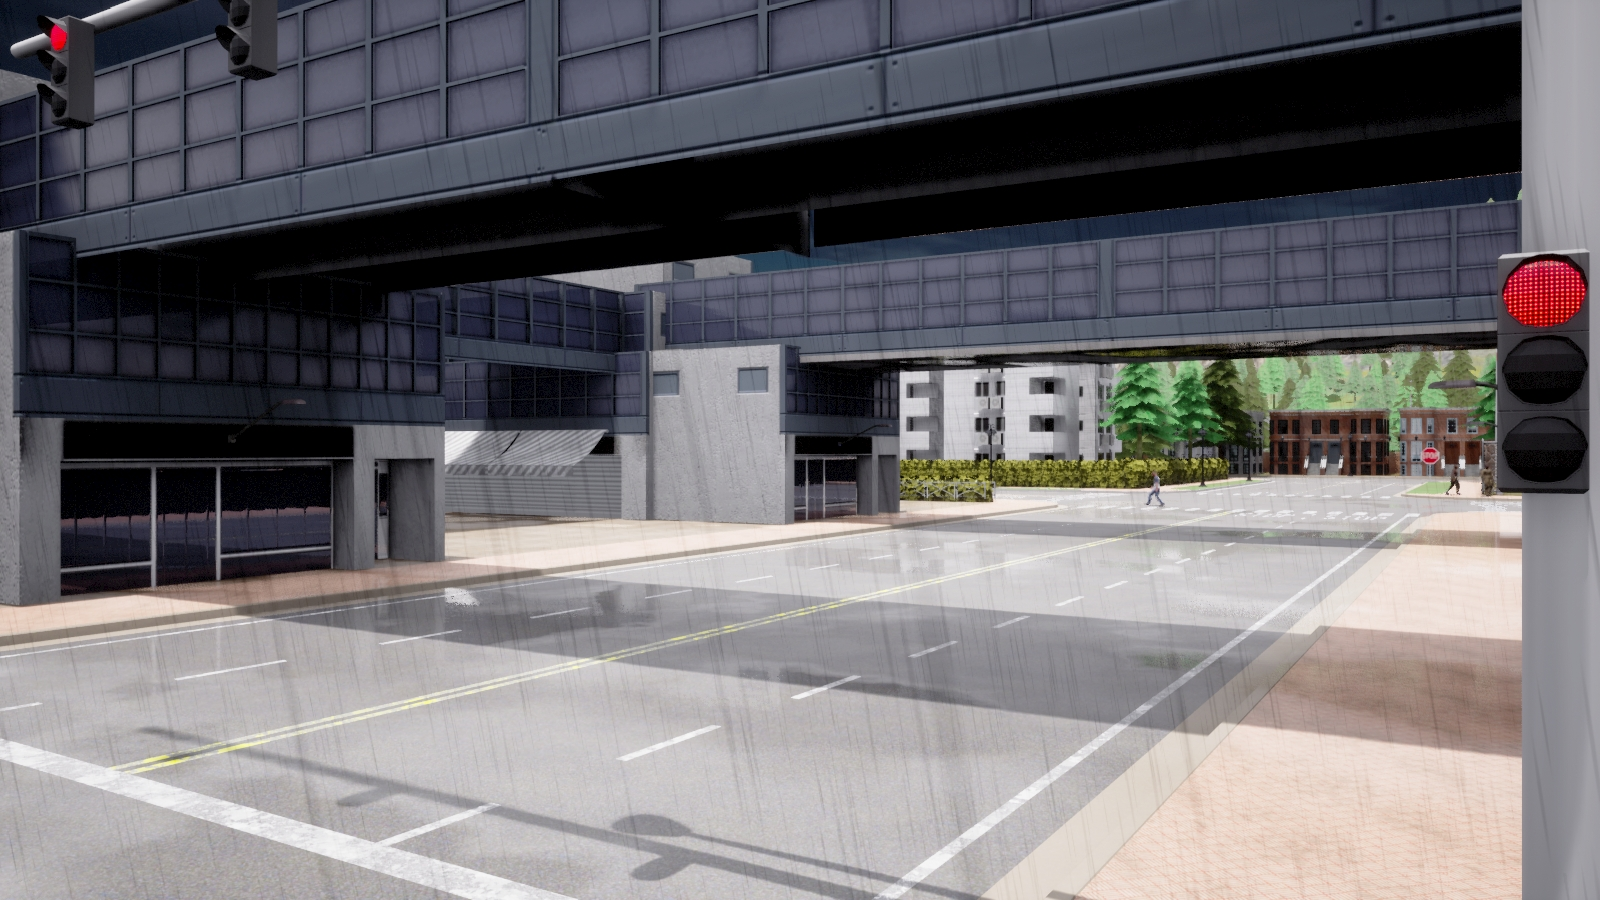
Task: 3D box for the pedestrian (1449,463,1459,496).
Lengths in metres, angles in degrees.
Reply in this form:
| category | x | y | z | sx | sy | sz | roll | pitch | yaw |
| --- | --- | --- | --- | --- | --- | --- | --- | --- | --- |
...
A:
| category | x | y | z | sx | sy | sz | roll | pitch | yaw |
| --- | --- | --- | --- | --- | --- | --- | --- | --- | --- |
| pedestrian | 37.758 | 1.698 | 65.966 | 0.375 | 1.860 | 0.375 | 0 | 0 | -37 |

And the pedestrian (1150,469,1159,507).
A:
| category | x | y | z | sx | sy | sz | roll | pitch | yaw |
| --- | --- | --- | --- | --- | --- | --- | --- | --- | --- |
| pedestrian | 17.313 | 1.848 | 55.797 | 0.375 | 1.860 | 0.375 | 0 | 0 | 31 |

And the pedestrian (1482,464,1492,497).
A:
| category | x | y | z | sx | sy | sz | roll | pitch | yaw |
| --- | --- | --- | --- | --- | --- | --- | --- | --- | --- |
| pedestrian | 38.519 | 1.696 | 64.037 | 0.375 | 1.860 | 0.375 | 0 | 0 | 16 |
